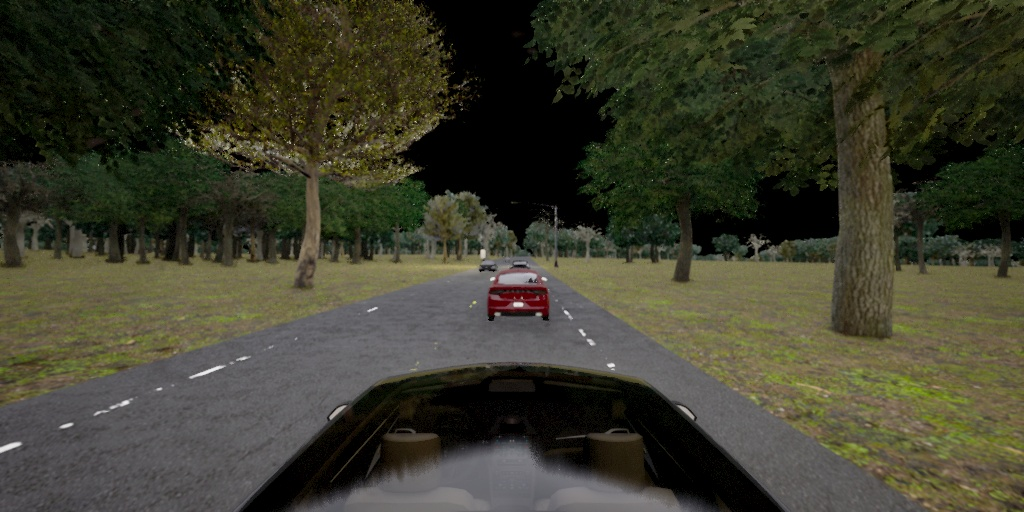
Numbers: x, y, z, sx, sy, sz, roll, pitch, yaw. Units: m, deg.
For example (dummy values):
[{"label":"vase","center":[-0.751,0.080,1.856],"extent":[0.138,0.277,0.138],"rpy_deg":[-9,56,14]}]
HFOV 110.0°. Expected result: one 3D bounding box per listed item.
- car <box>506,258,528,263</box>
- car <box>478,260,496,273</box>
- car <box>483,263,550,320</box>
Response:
[{"label":"car","center":[0.741,1.170,32.683],"extent":[1.837,1.490,4.892],"rpy_deg":[0,0,2]},{"label":"car","center":[-2.652,1.197,41.267],"extent":[2.033,1.411,5.357],"rpy_deg":[0,0,2]},{"label":"car","center":[0.224,1.194,12.524],"extent":[1.882,1.535,5.008],"rpy_deg":[0,0,1]}]
